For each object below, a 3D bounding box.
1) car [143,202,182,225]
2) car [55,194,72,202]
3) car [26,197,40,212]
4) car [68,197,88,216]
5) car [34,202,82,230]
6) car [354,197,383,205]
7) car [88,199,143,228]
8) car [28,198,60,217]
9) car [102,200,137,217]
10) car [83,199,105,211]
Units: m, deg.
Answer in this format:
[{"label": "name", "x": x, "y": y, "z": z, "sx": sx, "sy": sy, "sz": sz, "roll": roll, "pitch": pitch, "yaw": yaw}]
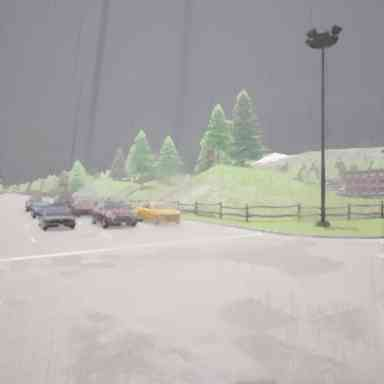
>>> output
[{"label": "car", "x": -2.490, "y": 1.514, "z": 24.669, "sx": 1.882, "sy": 1.535, "sz": 5.008, "roll": 0, "pitch": 0, "yaw": -29}, {"label": "car", "x": -16.476, "y": 1.301, "z": 43.098, "sx": 2.150, "sy": 2.045, "sz": 5.566, "roll": 0, "pitch": 0, "yaw": -28}, {"label": "car", "x": -18.636, "y": 1.431, "z": 39.726, "sx": 2.097, "sy": 1.767, "sz": 4.553, "roll": 0, "pitch": 0, "yaw": -28}, {"label": "car", "x": -10.046, "y": 1.534, "z": 31.228, "sx": 1.882, "sy": 1.535, "sz": 5.008, "roll": 0, "pitch": 0, "yaw": -28}, {"label": "car", "x": -8.878, "y": 1.589, "z": 21.755, "sx": 2.033, "sy": 1.411, "sz": 5.357, "roll": 0, "pitch": 0, "yaw": -29}, {"label": "car", "x": 31.608, "y": 1.579, "z": 59.488, "sx": 2.033, "sy": 1.411, "sz": 5.357, "roll": 0, "pitch": 0, "yaw": -14}, {"label": "car", "x": -5.271, "y": 1.390, "z": 22.455, "sx": 2.097, "sy": 1.767, "sz": 4.553, "roll": 0, "pitch": 0, "yaw": -29}, {"label": "car", "x": -13.598, "y": 1.586, "z": 30.447, "sx": 1.812, "sy": 1.442, "sz": 4.674, "roll": 0, "pitch": 0, "yaw": -29}, {"label": "car", "x": -7.455, "y": 1.603, "z": 33.789, "sx": 2.033, "sy": 1.411, "sz": 5.357, "roll": 0, "pitch": 0, "yaw": -29}, {"label": "car", "x": -13.039, "y": 1.678, "z": 44.092, "sx": 1.895, "sy": 1.301, "sz": 4.718, "roll": 0, "pitch": 0, "yaw": -28}]
